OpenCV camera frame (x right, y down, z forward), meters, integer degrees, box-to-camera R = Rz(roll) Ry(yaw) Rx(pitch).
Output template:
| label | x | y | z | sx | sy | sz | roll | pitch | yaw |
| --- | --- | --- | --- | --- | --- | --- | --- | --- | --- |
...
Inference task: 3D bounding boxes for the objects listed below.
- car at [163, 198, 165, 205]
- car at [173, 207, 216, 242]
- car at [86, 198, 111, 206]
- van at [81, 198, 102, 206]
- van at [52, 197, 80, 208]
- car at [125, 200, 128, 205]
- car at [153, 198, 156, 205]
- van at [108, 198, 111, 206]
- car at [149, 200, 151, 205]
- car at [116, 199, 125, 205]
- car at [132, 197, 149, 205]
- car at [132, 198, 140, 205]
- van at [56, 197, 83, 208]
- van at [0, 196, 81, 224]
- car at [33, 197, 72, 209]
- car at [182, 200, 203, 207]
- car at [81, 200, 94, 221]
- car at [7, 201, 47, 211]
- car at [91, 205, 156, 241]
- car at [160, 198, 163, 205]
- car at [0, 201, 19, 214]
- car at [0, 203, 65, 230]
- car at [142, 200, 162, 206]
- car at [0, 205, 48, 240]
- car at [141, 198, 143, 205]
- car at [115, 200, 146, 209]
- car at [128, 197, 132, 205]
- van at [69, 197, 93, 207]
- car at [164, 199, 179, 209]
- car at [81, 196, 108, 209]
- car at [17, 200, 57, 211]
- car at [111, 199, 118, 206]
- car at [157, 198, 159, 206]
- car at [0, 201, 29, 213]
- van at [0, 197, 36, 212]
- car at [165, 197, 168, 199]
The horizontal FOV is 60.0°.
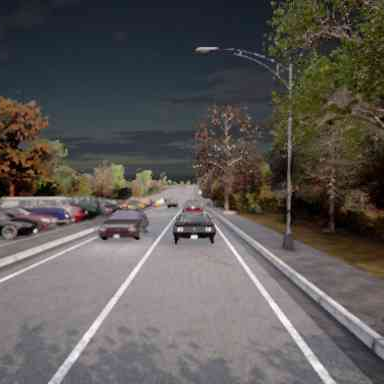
| label | x | y | z | sx | sy | sz | roll | pitch | yaw |
| --- | --- | --- | --- | --- | --- | --- | --- | --- | --- |
| car | -10.095 | 2.715 | 83.387 | 5.366 | 1.575 | 1.946 | 0 | -2 | 0 |
| car | 0.101 | 1.655 | 16.514 | 1.895 | 1.301 | 4.718 | 0 | 0 | 0 |
| car | -23.389 | 2.467 | 83.433 | 5.566 | 2.045 | 2.435 | 0 | -2 | 0 |
| van | -23.480 | 2.338 | 77.771 | 4.442 | 1.987 | 1.878 | 0 | -1 | 0 |
| van | -23.256 | 1.986 | 61.285 | 4.442 | 1.987 | 1.878 | 0 | -1 | 0 |
| car | -10.275 | 1.662 | 38.991 | 4.553 | 1.767 | 2.185 | 0 | -1 | 0 |
| car | -10.320 | 2.346 | 66.746 | 4.792 | 1.488 | 2.163 | 0 | -1 | 0 |
| van | -10.195 | 1.403 | 30.666 | 4.442 | 1.987 | 1.878 | 0 | -1 | 0 |
| car | -10.266 | 2.187 | 58.418 | 4.792 | 1.488 | 2.163 | 0 | -1 | 0 |
| car | -10.303 | 1.735 | 36.213 | 5.008 | 1.535 | 2.097 | 0 | -1 | 0 |
| car | -10.113 | 2.049 | 52.867 | 5.366 | 1.575 | 1.946 | 0 | -1 | 0 |
| car | -10.118 | 1.890 | 44.540 | 5.366 | 1.575 | 1.946 | 0 | -1 | 0 |
| van | -23.488 | 2.039 | 64.055 | 4.442 | 1.987 | 1.878 | 0 | -1 | 0 |
| van | -10.199 | 1.319 | 22.354 | 4.442 | 1.987 | 1.878 | 0 | 0 | 0 |
| car | -23.348 | 1.855 | 55.747 | 5.566 | 2.045 | 2.435 | 0 | -1 | 0 |
| car | 0.092 | 1.581 | 34.244 | 2.097 | 1.767 | 4.553 | 0 | -1 | 0 |
| car | -10.344 | 1.583 | 25.136 | 4.792 | 1.488 | 2.163 | 0 | -1 | 0 |
| car | -23.384 | 1.986 | 47.306 | 4.674 | 1.452 | 2.002 | 0 | -1 | 0 |
| car | -3.349 | 1.608 | 17.456 | 2.033 | 1.411 | 5.357 | 0 | 0 | 0 |
| car | -10.098 | 2.560 | 77.716 | 5.366 | 1.575 | 1.946 | 0 | -2 | 0 |
| car | -23.381 | 1.790 | 39.123 | 5.008 | 1.535 | 2.097 | 0 | -1 | 0 |
| car | -10.320 | 1.577 | 19.577 | 4.674 | 1.452 | 2.002 | 0 | 0 | 0 |
| car | -10.285 | 2.796 | 86.162 | 4.892 | 1.521 | 2.231 | 0 | -2 | 0 |
| car | -10.289 | 1.558 | 16.800 | 4.792 | 1.488 | 2.163 | 0 | 0 | 0 |
| car | -10.306 | 2.000 | 50.092 | 4.892 | 1.521 | 2.231 | 0 | -1 | 0 |
| car | -10.268 | 2.134 | 55.642 | 4.792 | 1.488 | 2.163 | 0 | -1 | 0 |
| car | -10.274 | 1.715 | 41.767 | 4.553 | 1.767 | 2.185 | 0 | -1 | 0 |
| van | -23.260 | 2.147 | 69.610 | 4.442 | 1.987 | 1.878 | 0 | -1 | 0 |
| car | -3.336 | 2.251 | 57.881 | 1.895 | 1.301 | 4.718 | 0 | -1 | 0 |
| car | -10.341 | 1.325 | 27.891 | 5.566 | 2.045 | 2.435 | 0 | -1 | 0 |
| car | -23.374 | 2.001 | 50.201 | 5.008 | 1.535 | 2.097 | 0 | -1 | 0 |
| car | -10.312 | 1.722 | 33.437 | 4.674 | 1.452 | 2.002 | 0 | -1 | 0 |
| car | -10.281 | 2.431 | 72.298 | 4.892 | 1.521 | 2.231 | 0 | -1 | 0 |
| car | -23.382 | 1.883 | 41.892 | 4.674 | 1.452 | 2.002 | 0 | -1 | 0 |
| van | -23.500 | 1.667 | 44.541 | 4.442 | 1.987 | 1.878 | 0 | -1 | 0 |
| car | -10.304 | 2.698 | 91.720 | 5.566 | 2.045 | 2.435 | 0 | -2 | 0 |
